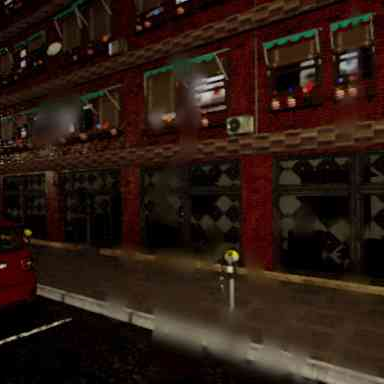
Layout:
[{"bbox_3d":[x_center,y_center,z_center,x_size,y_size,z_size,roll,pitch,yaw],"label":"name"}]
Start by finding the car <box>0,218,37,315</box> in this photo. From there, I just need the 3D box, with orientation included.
[{"bbox_3d":[-5.042,1.398,6.469,5.009,1.841,2.192,-1,0,35],"label":"car"}]
